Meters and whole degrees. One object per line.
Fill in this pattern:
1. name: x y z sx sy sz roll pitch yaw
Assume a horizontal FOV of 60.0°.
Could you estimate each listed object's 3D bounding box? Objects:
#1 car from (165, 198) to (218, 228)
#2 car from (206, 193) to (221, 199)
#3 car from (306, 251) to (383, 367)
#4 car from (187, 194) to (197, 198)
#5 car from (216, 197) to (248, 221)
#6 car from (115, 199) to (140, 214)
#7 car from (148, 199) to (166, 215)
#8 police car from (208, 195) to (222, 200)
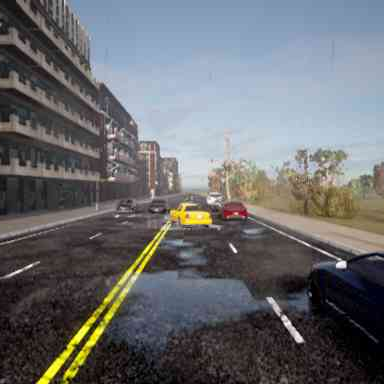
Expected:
1. car: -0.198 1.426 21.851 1.801 1.575 5.366 0 0 -15
2. car: 3.262 1.159 48.980 2.150 2.045 5.566 0 0 0
3. car: 3.252 1.556 4.949 1.994 1.385 4.181 0 0 0
4. car: 0.019 1.270 74.660 2.097 1.767 4.553 0 0 0
5. car: 3.257 1.441 26.950 1.882 1.535 5.008 0 0 0
6. car: -6.588 1.459 34.360 1.837 1.490 4.892 0 0 0
7. car: -3.338 1.432 33.985 1.882 1.535 5.008 0 0 0
8. police car: 3.260 1.455 37.950 2.038 1.542 4.974 0 0 0
